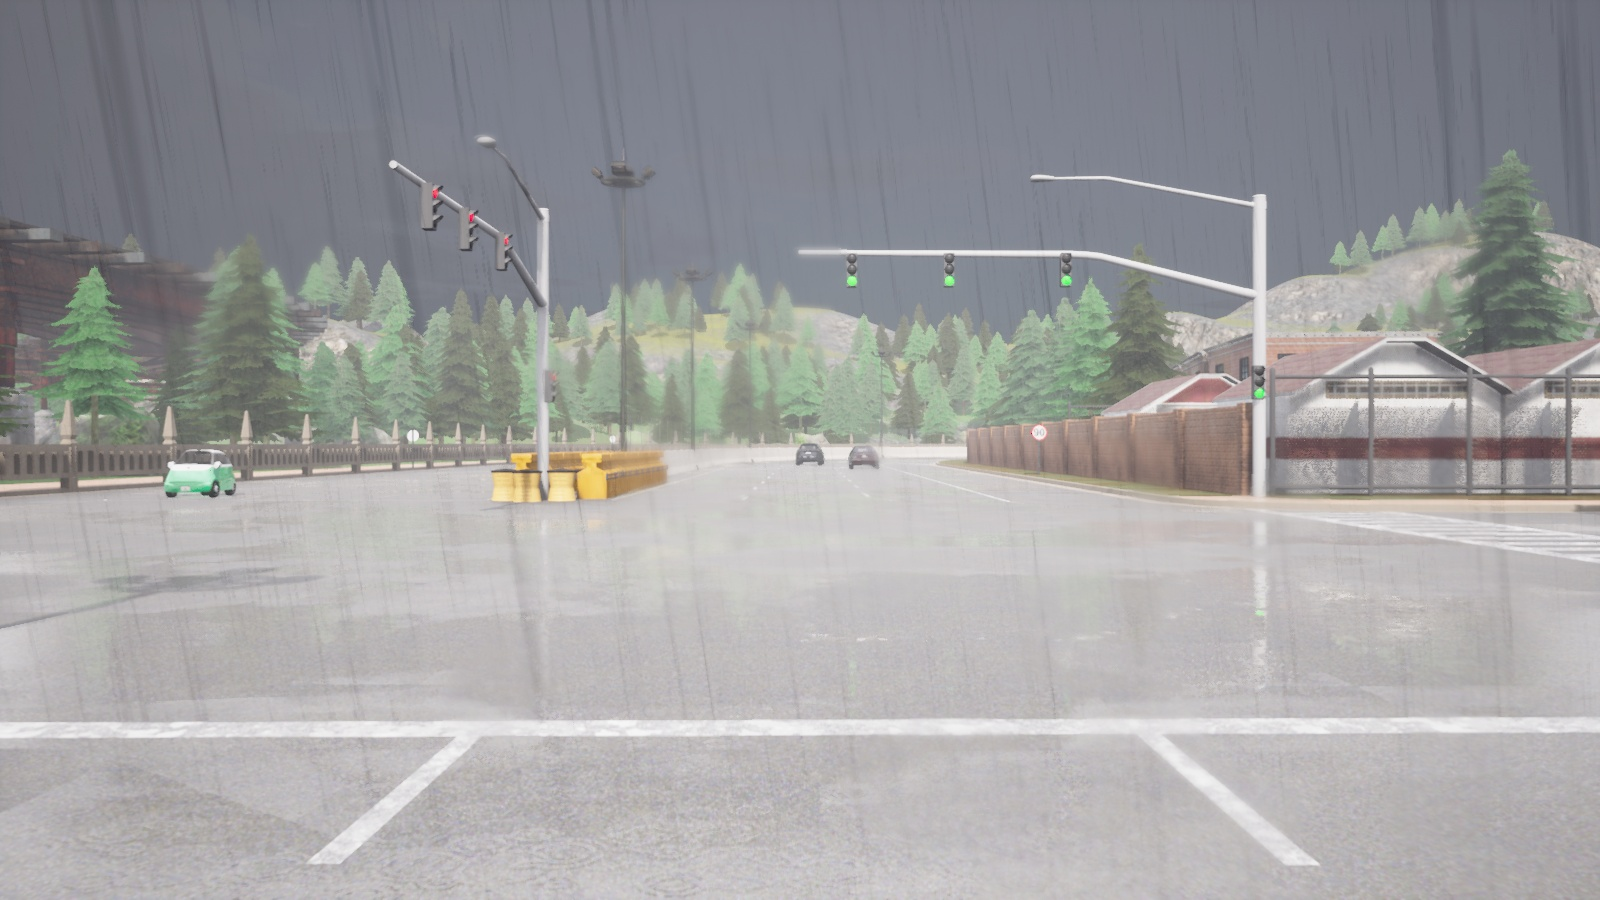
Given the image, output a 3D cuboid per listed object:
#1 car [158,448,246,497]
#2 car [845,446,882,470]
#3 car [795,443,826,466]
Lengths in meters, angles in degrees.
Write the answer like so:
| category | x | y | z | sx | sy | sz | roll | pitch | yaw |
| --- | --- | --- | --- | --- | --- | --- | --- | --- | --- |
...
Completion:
| category | x | y | z | sx | sy | sz | roll | pitch | yaw |
| --- | --- | --- | --- | --- | --- | --- | --- | --- | --- |
| car | -17.284 | 0.638 | 36.386 | 1.481 | 1.376 | 2.207 | 0 | 0 | 0 |
| car | 3.950 | 0.466 | 78.735 | 2.033 | 1.411 | 5.357 | 0 | 0 | 0 |
| car | 0.805 | 0.287 | 92.617 | 2.033 | 1.649 | 4.856 | 0 | 0 | 4 |
